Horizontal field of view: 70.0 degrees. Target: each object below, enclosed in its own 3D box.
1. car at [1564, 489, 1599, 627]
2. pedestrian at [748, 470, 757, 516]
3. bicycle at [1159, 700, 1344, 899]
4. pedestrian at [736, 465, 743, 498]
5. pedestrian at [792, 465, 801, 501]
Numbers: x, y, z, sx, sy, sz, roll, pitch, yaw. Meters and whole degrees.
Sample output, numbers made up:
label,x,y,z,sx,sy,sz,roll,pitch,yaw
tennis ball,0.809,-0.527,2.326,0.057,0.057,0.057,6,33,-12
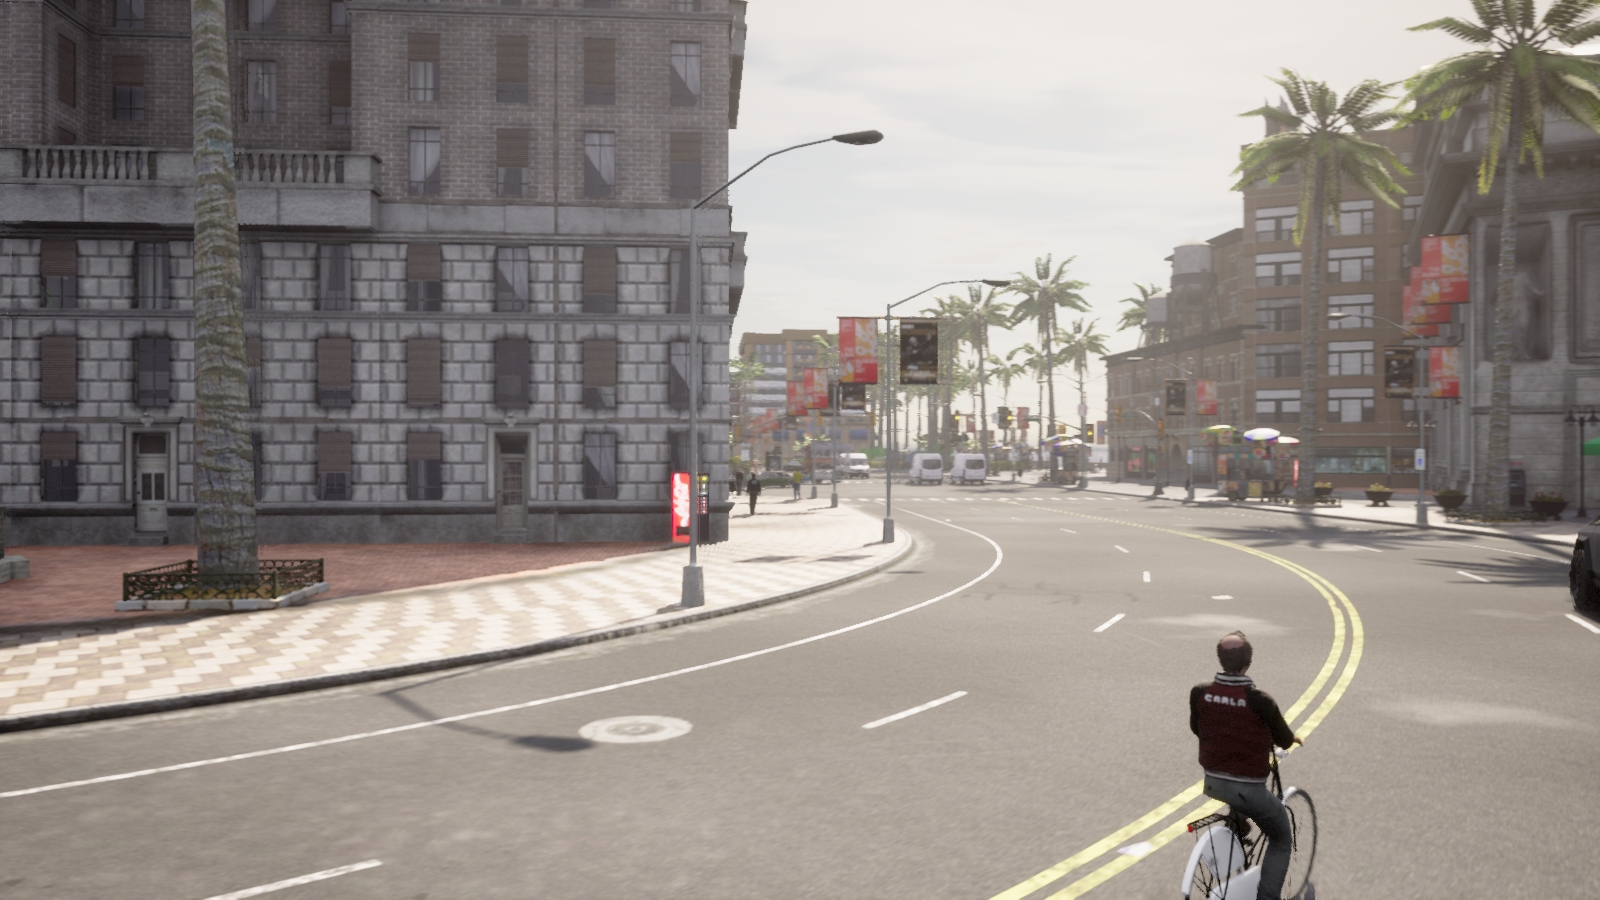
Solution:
label,x,y,z,sx,sy,sz,roll,pitch,yaw
car,13.725,1.760,17.527,2.390,2.098,6.274,0,0,25
pedestrian,-1.931,1.733,46.590,0.375,1.860,0.375,0,0,-4
bicycle,2.673,2.214,6.652,0.329,1.171,1.835,0,0,44
pedestrian,-3.395,1.749,64.192,0.375,1.860,0.375,0,0,-11
pedestrian,-0.166,1.743,60.497,0.375,1.860,0.375,0,0,-17
